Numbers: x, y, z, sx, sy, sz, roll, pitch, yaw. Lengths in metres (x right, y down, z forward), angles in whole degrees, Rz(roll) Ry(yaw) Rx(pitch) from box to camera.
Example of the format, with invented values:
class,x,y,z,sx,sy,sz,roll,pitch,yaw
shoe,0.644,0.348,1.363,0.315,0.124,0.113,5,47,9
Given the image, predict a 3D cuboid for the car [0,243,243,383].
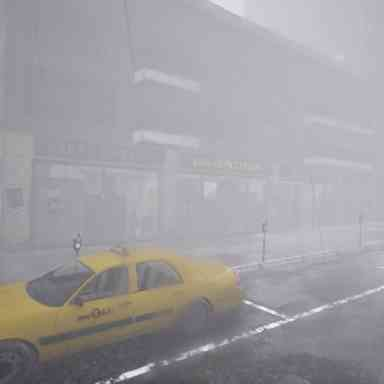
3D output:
class,x,y,z,sx,sy,sz,roll,pitch,yaw
car,-1.364,1.527,5.099,4.829,1.417,1.752,0,2,-35
